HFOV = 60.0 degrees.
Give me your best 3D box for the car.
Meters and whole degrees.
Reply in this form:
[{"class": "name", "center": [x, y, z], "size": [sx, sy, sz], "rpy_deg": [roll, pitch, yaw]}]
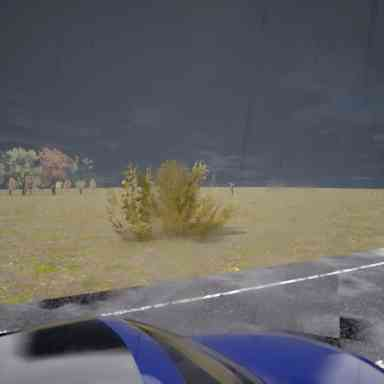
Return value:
[{"class": "car", "center": [-0.482, 1.525, 1.783], "size": [4.674, 1.442, 1.812], "rpy_deg": [0, 0, -29]}]
